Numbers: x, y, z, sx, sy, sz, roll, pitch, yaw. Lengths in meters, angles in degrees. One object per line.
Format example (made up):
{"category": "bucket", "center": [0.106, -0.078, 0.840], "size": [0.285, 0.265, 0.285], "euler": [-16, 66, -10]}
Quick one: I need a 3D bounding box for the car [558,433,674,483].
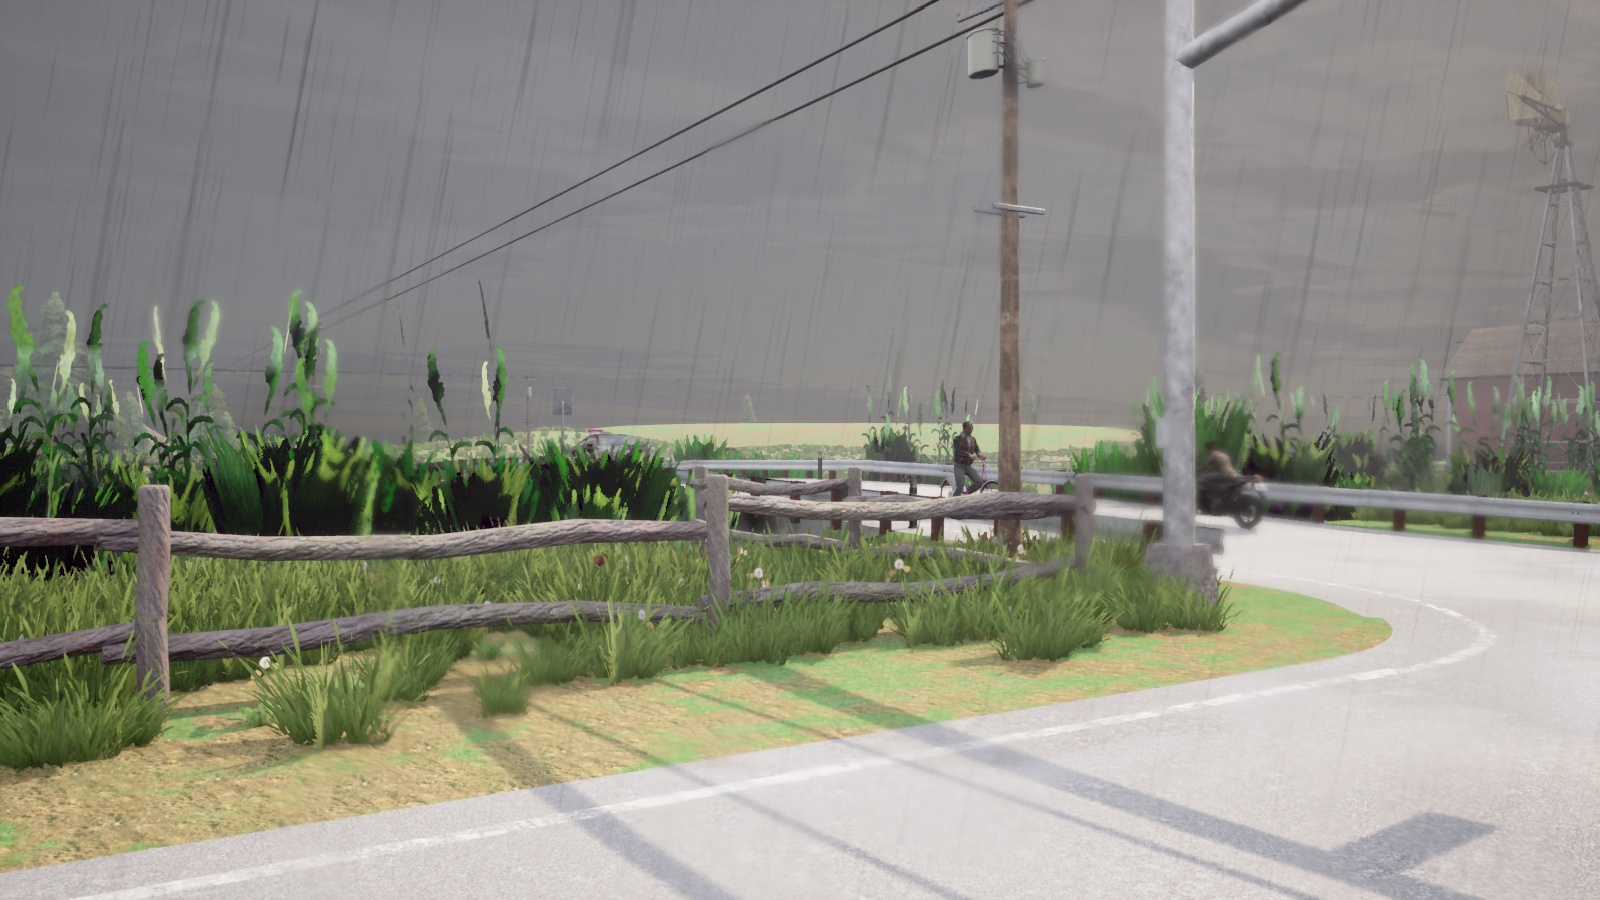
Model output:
{"category": "car", "center": [-5.525, 0.232, 37.206], "size": [1.994, 1.385, 4.181], "euler": [0, -1, -30]}

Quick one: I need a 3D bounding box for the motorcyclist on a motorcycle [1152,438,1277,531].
{"category": "motorcyclist on a motorcycle", "center": [7.419, 0.581, 22.583], "size": [0.797, 1.523, 2.044], "euler": [0, 3, -33]}

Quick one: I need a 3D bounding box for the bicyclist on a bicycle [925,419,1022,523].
{"category": "bicyclist on a bicycle", "center": [3.128, 0.348, 22.816], "size": [0.659, 1.776, 1.843], "euler": [0, 2, -32]}
